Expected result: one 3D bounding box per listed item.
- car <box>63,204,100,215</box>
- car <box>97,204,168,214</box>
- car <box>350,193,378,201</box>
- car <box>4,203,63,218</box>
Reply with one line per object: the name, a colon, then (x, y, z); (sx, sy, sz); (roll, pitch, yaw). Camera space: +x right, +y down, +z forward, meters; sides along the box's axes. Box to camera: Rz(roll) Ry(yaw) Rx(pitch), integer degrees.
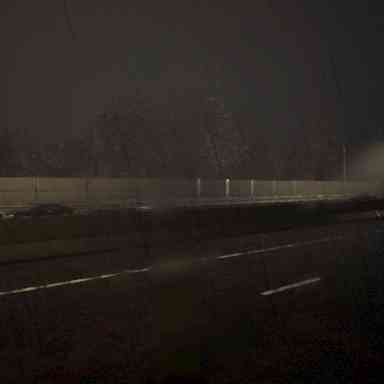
car: (-5.691, 1.467, 21.425); (4.181, 1.385, 1.994); (-1, 1, -35)
car: (-2.688, 1.490, 19.270); (4.718, 1.301, 1.895); (-1, 1, -35)
car: (24.448, 0.913, 47.179); (5.008, 1.535, 1.882); (-1, 0, -35)
car: (-10.137, 1.465, 22.554); (4.674, 1.442, 1.812); (-1, 0, -35)
